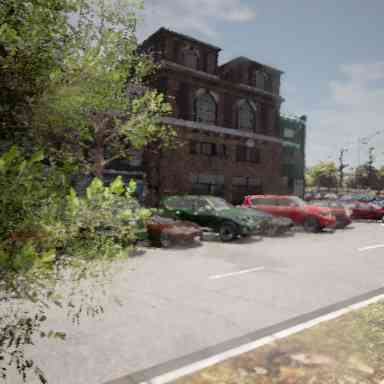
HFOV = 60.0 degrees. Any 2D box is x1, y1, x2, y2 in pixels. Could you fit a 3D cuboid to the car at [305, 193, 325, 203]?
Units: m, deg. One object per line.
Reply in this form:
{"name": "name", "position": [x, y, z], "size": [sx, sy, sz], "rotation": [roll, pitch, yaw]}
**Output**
{"name": "car", "position": [21.399, 1.051, 57.637], "size": [2.185, 1.767, 4.553], "rotation": [0, -1, 35]}

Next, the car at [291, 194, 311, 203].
{"name": "car", "position": [19.834, 1.178, 60.247], "size": [1.946, 1.575, 5.366], "rotation": [0, -1, 35]}

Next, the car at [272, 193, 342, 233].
{"name": "car", "position": [5.586, 1.227, 19.927], "size": [5.566, 2.045, 2.435], "rotation": [-1, -1, 35]}

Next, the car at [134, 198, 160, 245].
{"name": "car", "position": [-4.262, 1.217, 12.974], "size": [5.566, 2.045, 2.435], "rotation": [-1, -1, 35]}

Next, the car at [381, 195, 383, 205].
{"name": "car", "position": [37.763, 1.576, 63.766], "size": [2.185, 1.767, 4.553], "rotation": [1, -2, 35]}

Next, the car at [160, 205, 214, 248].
{"name": "car", "position": [-1.760, 1.500, 14.690], "size": [4.792, 1.488, 2.163], "rotation": [-1, -1, 35]}

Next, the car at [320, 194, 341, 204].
{"name": "car", "position": [23.098, 1.177, 55.223], "size": [2.231, 1.521, 4.892], "rotation": [0, -1, 35]}

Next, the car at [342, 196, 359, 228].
{"name": "car", "position": [8.036, 1.356, 21.653], "size": [4.553, 1.767, 2.185], "rotation": [-1, -1, 35]}

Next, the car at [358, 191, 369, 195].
{"name": "car", "position": [26.464, 0.923, 50.337], "size": [2.435, 2.045, 5.566], "rotation": [1, -1, 35]}

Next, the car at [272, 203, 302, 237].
{"name": "car", "position": [3.136, 1.505, 18.178], "size": [4.792, 1.488, 2.163], "rotation": [-1, -1, 35]}

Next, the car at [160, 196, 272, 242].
{"name": "car", "position": [0.686, 1.221, 16.440], "size": [5.566, 2.045, 2.435], "rotation": [-1, -1, 35]}

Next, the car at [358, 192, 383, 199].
{"name": "car", "position": [17.838, 1.230, 28.652], "size": [5.566, 2.045, 2.435], "rotation": [-1, 0, 35]}

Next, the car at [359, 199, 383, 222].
{"name": "car", "position": [12.929, 1.487, 25.156], "size": [5.008, 1.535, 2.097], "rotation": [-1, -1, 35]}

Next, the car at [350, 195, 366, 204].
{"name": "car", "position": [34.356, 1.580, 68.784], "size": [2.185, 1.767, 4.553], "rotation": [1, -2, 35]}

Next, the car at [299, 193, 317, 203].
{"name": "car", "position": [27.485, 1.457, 78.727], "size": [2.435, 2.045, 5.566], "rotation": [1, -2, 35]}

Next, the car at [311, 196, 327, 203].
{"name": "car", "position": [29.160, 1.735, 76.185], "size": [2.163, 1.488, 4.792], "rotation": [1, -2, 35]}

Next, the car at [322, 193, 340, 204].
{"name": "car", "position": [30.893, 1.453, 73.708], "size": [2.435, 2.045, 5.566], "rotation": [1, -2, 35]}

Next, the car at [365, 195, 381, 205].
{"name": "car", "position": [36.084, 1.579, 66.299], "size": [2.185, 1.767, 4.553], "rotation": [1, -2, 35]}
